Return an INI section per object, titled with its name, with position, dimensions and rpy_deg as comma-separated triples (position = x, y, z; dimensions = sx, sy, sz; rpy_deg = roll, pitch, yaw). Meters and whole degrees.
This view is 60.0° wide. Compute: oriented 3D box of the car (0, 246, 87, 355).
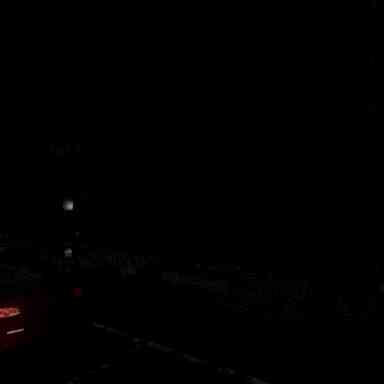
[car]
position = -3.502, 1.581, 5.556
dimensions = 4.206, 1.307, 1.802
rpy_deg = 0, 0, 35
